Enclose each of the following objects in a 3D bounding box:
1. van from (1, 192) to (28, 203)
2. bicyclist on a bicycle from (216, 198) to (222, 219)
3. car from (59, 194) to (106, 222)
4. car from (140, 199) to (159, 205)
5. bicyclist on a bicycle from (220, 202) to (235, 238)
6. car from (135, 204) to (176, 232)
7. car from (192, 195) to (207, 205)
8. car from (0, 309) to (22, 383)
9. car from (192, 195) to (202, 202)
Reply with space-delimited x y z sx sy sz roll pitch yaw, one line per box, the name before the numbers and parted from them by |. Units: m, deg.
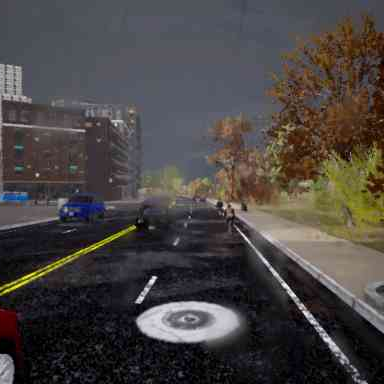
van | -29.439 0.885 55.424 3.998 1.788 1.690 1 -1 -29
bicyclist on a bicycle | 2.214 1.363 26.639 0.659 1.776 1.843 0 0 2
car | -8.526 1.219 26.448 2.150 2.045 5.566 0 0 2
car | -5.021 1.536 39.819 2.033 1.411 5.357 0 0 1
bicyclist on a bicycle | 1.884 1.448 16.718 0.582 1.620 1.656 0 0 2
car | -2.039 1.597 19.907 1.895 1.301 4.718 0 0 2
car | 1.529 1.463 58.383 2.128 1.511 4.902 0 0 -1
car | -2.938 1.477 1.728 1.882 1.535 5.008 0 0 4
car | 1.022 1.436 72.825 1.882 1.535 5.008 0 0 -2
